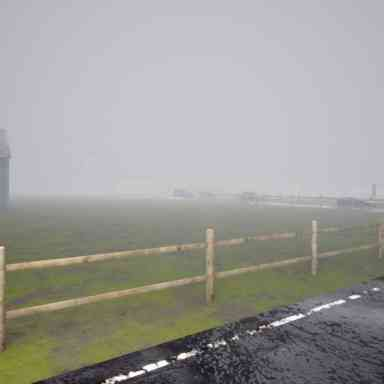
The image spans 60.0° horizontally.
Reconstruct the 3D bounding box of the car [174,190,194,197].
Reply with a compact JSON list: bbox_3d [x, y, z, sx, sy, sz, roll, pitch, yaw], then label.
[{"bbox_3d":[-1.772,0.362,71.827,1.837,1.490,4.892,0,1,-36],"label":"car"}]

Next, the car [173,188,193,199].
[{"bbox_3d":[-1.693,0.330,65.691,2.150,2.045,5.566,0,1,-36],"label":"car"}]

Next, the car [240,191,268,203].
[{"bbox_3d":[9.313,0.720,50.101,2.097,1.767,4.553,0,1,-35],"label":"car"}]

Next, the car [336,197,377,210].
[{"bbox_3d":[18.400,1.216,37.358,1.994,1.385,4.181,0,1,-35],"label":"car"}]

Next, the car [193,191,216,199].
[{"bbox_3d":[2.793,0.597,65.485,1.837,1.490,4.892,0,1,-35],"label":"car"}]
